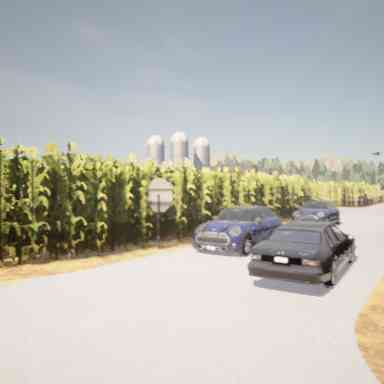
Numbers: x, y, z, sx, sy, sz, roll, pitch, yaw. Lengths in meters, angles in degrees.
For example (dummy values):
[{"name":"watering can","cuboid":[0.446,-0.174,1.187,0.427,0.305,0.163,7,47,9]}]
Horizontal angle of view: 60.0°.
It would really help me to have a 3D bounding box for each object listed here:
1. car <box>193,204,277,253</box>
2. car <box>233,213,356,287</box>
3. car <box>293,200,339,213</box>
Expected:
[{"name":"car","cuboid":[1.981,1.380,13.567,2.097,1.767,4.553,0,0,36]},{"name":"car","cuboid":[3.354,1.555,9.512,2.033,1.411,5.357,0,0,33]},{"name":"car","cuboid":[8.319,1.369,22.228,2.097,1.767,4.553,0,0,36]}]
